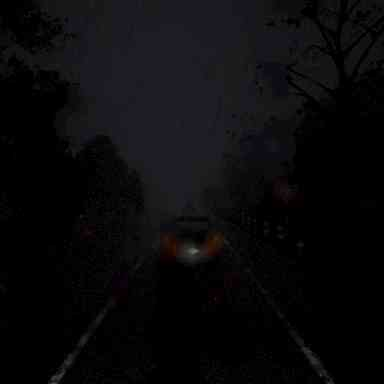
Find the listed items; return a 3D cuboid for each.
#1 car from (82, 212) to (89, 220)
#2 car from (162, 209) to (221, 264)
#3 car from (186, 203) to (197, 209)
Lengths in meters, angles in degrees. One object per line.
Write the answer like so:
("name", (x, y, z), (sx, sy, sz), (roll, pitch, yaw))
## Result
("car", (-11.232, 1.887, 30.450), (1.837, 1.490, 4.892), (-4, 1, -44))
("car", (-0.074, 1.532, 11.694), (1.812, 1.442, 4.674), (0, 0, -2))
("car", (-0.184, 2.862, 64.867), (2.097, 1.767, 4.553), (0, -2, 0))
